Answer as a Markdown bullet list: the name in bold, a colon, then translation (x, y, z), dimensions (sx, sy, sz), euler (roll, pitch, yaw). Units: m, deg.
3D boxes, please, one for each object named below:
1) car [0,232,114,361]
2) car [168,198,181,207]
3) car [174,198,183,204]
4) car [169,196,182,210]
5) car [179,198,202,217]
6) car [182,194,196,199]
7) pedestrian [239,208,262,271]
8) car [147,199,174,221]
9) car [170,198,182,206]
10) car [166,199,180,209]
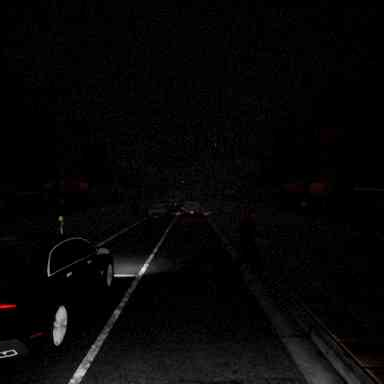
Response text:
- **car**: translation (-2.770, 1.504, 6.099), dimensions (1.837, 1.490, 4.892), euler (0, 0, 0)
- **car**: translation (-2.835, 1.758, 55.038), dimensions (2.008, 1.369, 4.403), euler (-2, 0, 0)
- **car**: translation (-2.887, 1.925, 71.380), dimensions (1.802, 1.307, 4.206), euler (-2, 0, 0)
- **car**: translation (-2.803, 1.570, 44.144), dimensions (1.967, 1.590, 4.097), euler (-2, 0, 0)
- **car**: translation (-0.005, 1.588, 31.827), dimensions (1.812, 1.442, 4.674), euler (0, 0, 0)
- **car**: translation (-0.046, 1.487, 44.904), dimensions (2.097, 1.767, 4.553), euler (0, 0, -2)
- **pedestrian**: translation (1.590, 1.295, 9.038), dimensions (0.375, 1.860, 0.375), euler (1, 1, 0)
- **car**: translation (-2.745, 1.570, 27.632), dimensions (1.752, 1.417, 4.829), euler (-1, 0, 0)
- **car**: translation (-2.853, 1.801, 60.486), dimensions (2.008, 1.369, 4.403), euler (-2, 0, 0)
- **car**: translation (-2.814, 1.749, 49.586), dimensions (1.802, 1.307, 4.206), euler (-1, 0, 0)
